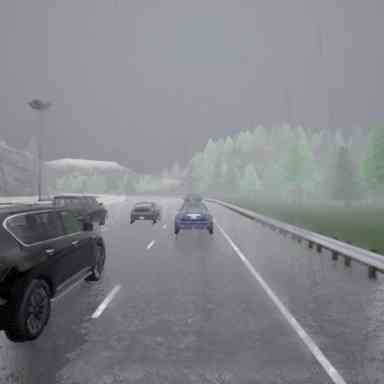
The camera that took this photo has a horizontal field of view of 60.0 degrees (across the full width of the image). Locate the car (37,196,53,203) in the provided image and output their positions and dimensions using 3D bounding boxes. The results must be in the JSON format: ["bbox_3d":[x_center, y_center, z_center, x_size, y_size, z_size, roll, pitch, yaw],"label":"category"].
[{"bbox_3d":[-31.948,1.555,72.445,1.994,1.385,4.181,0,0,-3],"label":"car"}]

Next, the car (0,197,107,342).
[{"bbox_3d":[-3.401,1.222,6.606,2.150,2.045,5.566,0,0,0],"label":"car"}]

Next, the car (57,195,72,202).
[{"bbox_3d":[-28.591,1.523,74.626,1.812,1.442,4.674,0,0,-5],"label":"car"}]

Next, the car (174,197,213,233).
[{"bbox_3d":[0.097,1.353,19.604,2.097,1.767,4.553,0,0,0],"label":"car"}]

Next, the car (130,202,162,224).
[{"bbox_3d":[-3.405,1.506,24.994,1.837,1.490,4.892,0,0,0],"label":"car"}]

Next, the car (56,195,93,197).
[{"bbox_3d":[-6.904,1.222,20.501,2.150,2.045,5.566,0,0,0],"label":"car"}]

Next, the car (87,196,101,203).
[{"bbox_3d":[-21.440,1.556,72.621,1.994,1.385,4.181,0,0,-3],"label":"car"}]

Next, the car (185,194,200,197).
[{"bbox_3d":[0.093,1.223,39.893,2.150,2.045,5.566,0,0,0],"label":"car"}]

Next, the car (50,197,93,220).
[{"bbox_3d":[-10.405,1.353,29.112,2.097,1.767,4.553,0,0,0],"label":"car"}]
